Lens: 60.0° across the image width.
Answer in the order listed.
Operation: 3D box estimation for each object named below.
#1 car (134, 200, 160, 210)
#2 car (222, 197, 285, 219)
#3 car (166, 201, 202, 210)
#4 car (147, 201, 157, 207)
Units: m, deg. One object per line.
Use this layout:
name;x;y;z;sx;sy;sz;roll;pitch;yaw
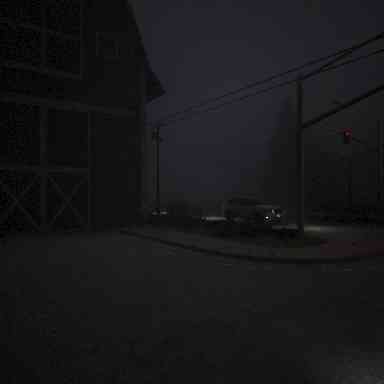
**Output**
car;-6.719;1.922;49.571;1.895;1.301;4.718;0;0;-34
car;4.737;1.400;26.509;2.150;2.045;5.566;0;0;-34
car;-0.903;1.708;34.735;1.882;1.535;5.008;0;0;-35
car;-6.290;1.786;42.597;1.837;1.490;4.892;0;0;-34
